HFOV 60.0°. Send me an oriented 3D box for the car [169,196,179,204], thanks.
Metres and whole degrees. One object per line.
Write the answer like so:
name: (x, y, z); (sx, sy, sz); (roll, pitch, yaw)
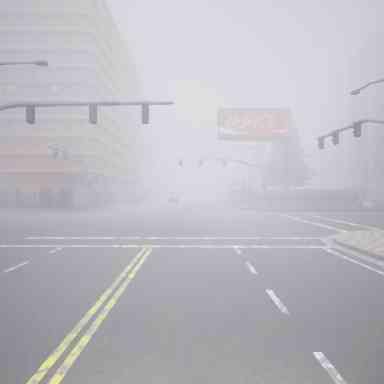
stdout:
car: (-3.500, 1.530, 66.132); (1.895, 1.301, 4.718); (0, 0, 0)
